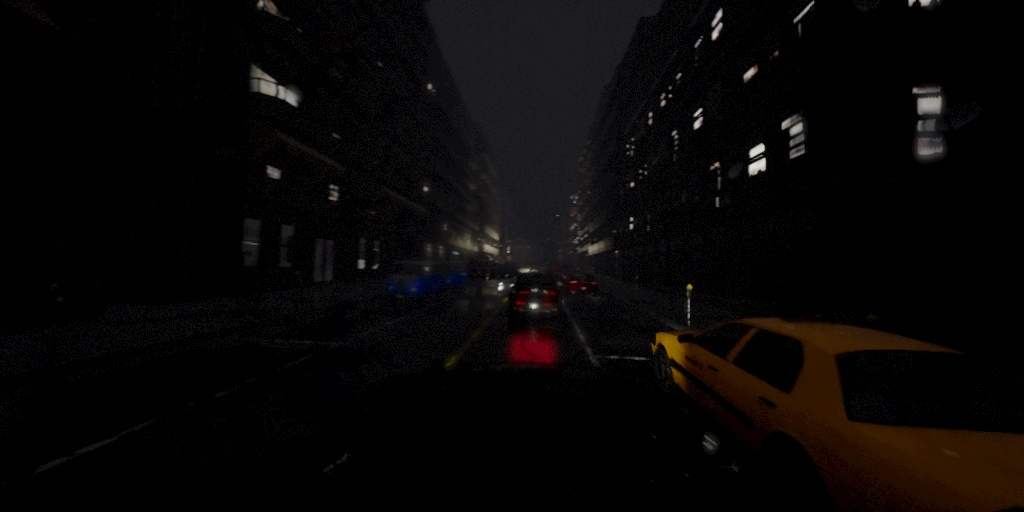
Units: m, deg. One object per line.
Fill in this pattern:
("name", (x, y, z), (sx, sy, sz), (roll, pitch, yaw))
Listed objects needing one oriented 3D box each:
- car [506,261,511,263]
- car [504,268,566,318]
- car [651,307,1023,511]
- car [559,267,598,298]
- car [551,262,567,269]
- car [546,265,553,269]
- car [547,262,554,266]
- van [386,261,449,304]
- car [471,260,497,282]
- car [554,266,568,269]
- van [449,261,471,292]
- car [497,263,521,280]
("car", (-1.698, 1.789, 49.500), (1.948, 1.339, 4.313), (0, 0, 5))
("car", (0.923, 1.402, 13.986), (1.837, 1.490, 4.892), (2, -1, 5))
("car", (3.053, 1.314, 3.895), (1.801, 1.575, 5.366), (2, -1, 5))
("car", (3.956, 1.606, 21.248), (1.888, 1.381, 4.507), (0, 0, 5))
("car", (4.842, 1.648, 32.273), (1.967, 1.591, 4.097), (0, 0, 5))
("car", (2.275, 1.721, 30.996), (1.895, 1.301, 4.718), (2, -1, 5))
("car", (5.679, 1.673, 43.301), (2.192, 1.841, 5.009), (0, 0, 5))
("van", (-4.333, 1.115, 16.424), (1.690, 1.789, 3.998), (0, 0, 5))
("car", (-3.015, 1.308, 32.962), (2.192, 1.841, 5.009), (0, 0, 5))
("car", (4.395, 1.678, 26.760), (1.888, 1.381, 4.507), (0, 0, 5))
("van", (-3.894, 1.187, 21.938), (1.690, 1.789, 3.998), (0, 0, 5))
("car", (-0.312, 1.659, 35.174), (1.994, 1.385, 4.181), (2, -1, 5))
